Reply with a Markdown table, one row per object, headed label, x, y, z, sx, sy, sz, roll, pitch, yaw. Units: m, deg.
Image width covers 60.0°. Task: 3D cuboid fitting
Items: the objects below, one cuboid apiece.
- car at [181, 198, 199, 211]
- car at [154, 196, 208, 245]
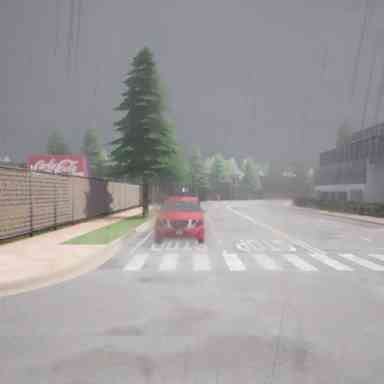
| label | x | y | z | sx | sy | sz | roll | pitch | yaw |
| --- | --- | --- | --- | --- | --- | --- | --- | --- | --- |
| car | -0.160 | 1.500 | 41.612 | 2.128 | 1.511 | 4.902 | 0 | 0 | 1 |
| car | -0.484 | 1.253 | 16.020 | 2.150 | 2.045 | 5.566 | 0 | 0 | 1 |
